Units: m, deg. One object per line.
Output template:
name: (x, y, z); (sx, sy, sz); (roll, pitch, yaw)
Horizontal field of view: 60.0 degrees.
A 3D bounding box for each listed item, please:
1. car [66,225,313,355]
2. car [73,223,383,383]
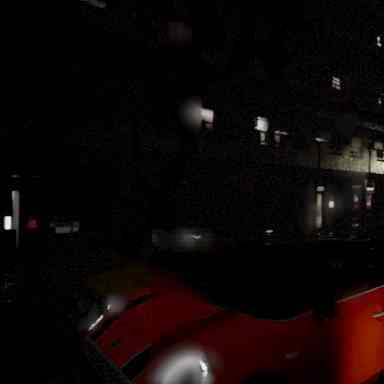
car: (0.200, 1.560, 6.701); (4.829, 1.417, 1.752); (1, 0, -35)
car: (1.012, 1.378, 4.099); (4.553, 1.767, 2.097); (1, 0, -35)
